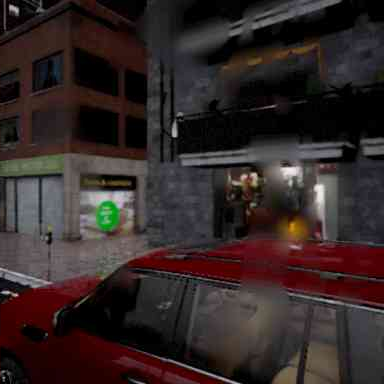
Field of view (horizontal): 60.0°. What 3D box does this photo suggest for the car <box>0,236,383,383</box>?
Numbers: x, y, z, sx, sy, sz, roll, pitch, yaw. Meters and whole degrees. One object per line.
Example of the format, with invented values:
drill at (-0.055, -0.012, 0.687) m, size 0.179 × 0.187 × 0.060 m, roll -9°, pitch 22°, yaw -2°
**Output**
car at (0.306, 1.307, 2.666) m, size 5.009 × 1.841 × 2.192 m, roll 0°, pitch 0°, yaw 36°
